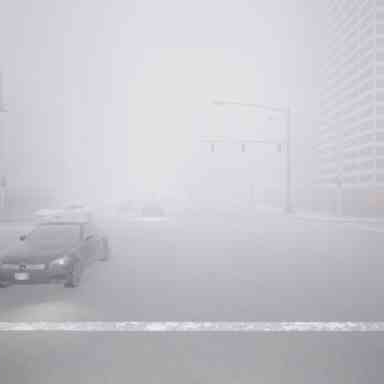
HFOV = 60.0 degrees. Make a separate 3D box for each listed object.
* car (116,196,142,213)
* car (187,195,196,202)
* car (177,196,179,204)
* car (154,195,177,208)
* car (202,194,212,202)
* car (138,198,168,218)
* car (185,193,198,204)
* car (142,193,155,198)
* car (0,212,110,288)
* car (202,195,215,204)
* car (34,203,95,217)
[{"bbox_3d":[-7.172,1.502,37.414,1.837,1.490,4.892,0,1,0],"label":"car"},{"bbox_3d":[-0.143,1.381,74.524,1.994,1.385,4.181,0,0,0],"label":"car"},{"bbox_3d":[-3.651,1.351,66.200,2.097,1.767,4.553,0,0,0],"label":"car"},{"bbox_3d":[-3.688,1.493,47.360,2.128,1.511,4.902,0,0,0],"label":"car"},{"bbox_3d":[3.360,1.355,74.675,2.097,1.767,4.553,0,0,0],"label":"car"},{"bbox_3d":[-3.530,1.563,30.441,1.994,1.385,4.181,0,0,-3],"label":"car"},{"bbox_3d":[-0.122,1.221,63.853,2.150,2.045,5.566,0,0,0],"label":"car"},{"bbox_3d":[-7.196,1.221,55.693,2.150,2.045,5.566,0,0,0],"label":"car"},{"bbox_3d":[-3.616,1.526,9.386,1.812,1.442,4.674,0,0,0],"label":"car"},{"bbox_3d":[3.473,1.525,64.772,1.812,1.442,4.674,0,0,0],"label":"car"},{"bbox_3d":[-9.130,1.525,24.166,1.812,1.442,4.674,1,0,29],"label":"car"}]
